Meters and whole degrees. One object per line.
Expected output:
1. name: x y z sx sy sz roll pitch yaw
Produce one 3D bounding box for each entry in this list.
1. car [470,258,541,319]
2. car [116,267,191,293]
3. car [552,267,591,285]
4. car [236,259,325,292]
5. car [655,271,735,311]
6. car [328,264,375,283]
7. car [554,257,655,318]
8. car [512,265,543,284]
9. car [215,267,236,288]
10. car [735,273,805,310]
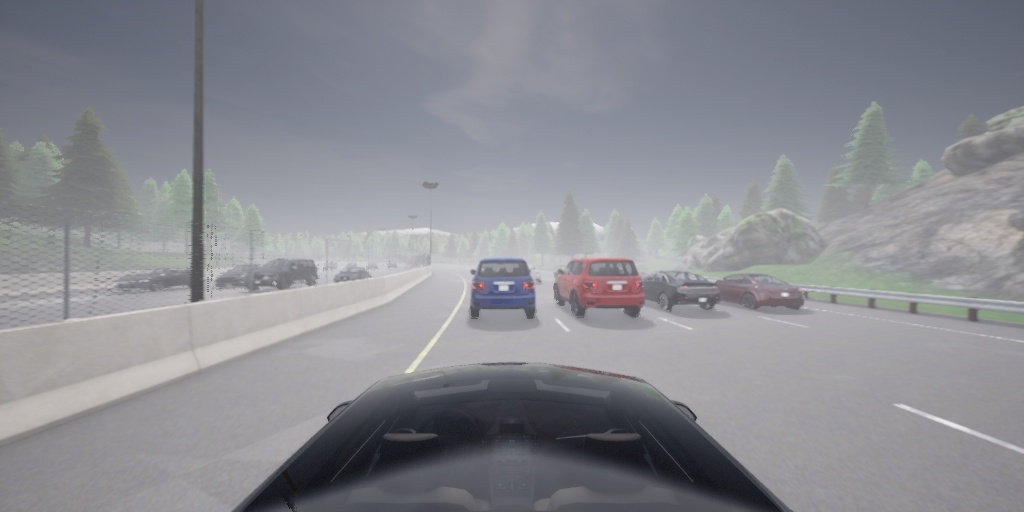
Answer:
1. car: -0.407 1.082 13.602 2.150 2.045 5.566 0 0 -4
2. car: -22.663 1.486 23.308 2.128 1.511 4.902 0 -1 -5
3. car: 4.919 1.597 30.168 1.895 1.301 4.718 0 -1 -8
4. car: -15.227 1.204 24.084 2.150 2.045 5.566 1 0 -2
5. car: 6.514 1.347 14.951 2.128 1.511 4.902 0 0 -4
6. car: -12.960 1.591 29.228 1.994 1.385 4.181 0 -1 -8
7. car: 3.089 1.075 13.750 2.150 2.045 5.566 0 0 -4
8. car: 1.256 1.538 31.031 1.812 1.442 4.674 0 0 -8
9. car: -19.364 1.368 26.338 2.097 1.767 4.553 0 -1 -8
10. car: 9.994 1.416 15.298 1.994 1.385 4.181 0 0 -4
